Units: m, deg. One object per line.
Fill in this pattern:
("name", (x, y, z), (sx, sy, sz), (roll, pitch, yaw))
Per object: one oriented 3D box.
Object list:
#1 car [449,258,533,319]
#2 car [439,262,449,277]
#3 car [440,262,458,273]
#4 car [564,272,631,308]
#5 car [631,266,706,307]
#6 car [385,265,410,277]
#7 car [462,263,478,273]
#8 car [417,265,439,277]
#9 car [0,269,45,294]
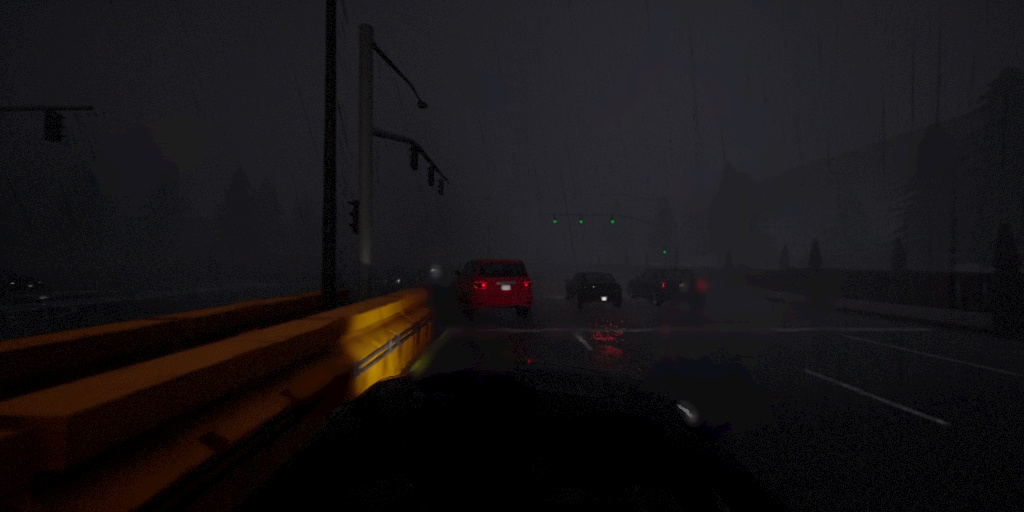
("car", (-0.928, 1.131, 13.851), (2.150, 2.045, 5.566), (1, -1, -16))
("car", (-7.089, 1.796, 43.867), (2.128, 1.511, 4.902), (0, -1, 0))
("car", (-10.542, 1.872, 60.279), (2.097, 1.767, 4.553), (0, -1, 0))
("car", (3.597, 1.447, 16.409), (1.837, 1.490, 4.892), (0, -1, 0))
("car", (7.097, 1.302, 16.955), (2.097, 1.767, 4.553), (0, -1, 0))
("car", (-14.086, 1.817, 44.460), (1.837, 1.490, 4.892), (0, -1, 0))
("car", (-7.043, 2.013, 60.317), (2.128, 1.511, 4.902), (0, -1, 0))
("car", (-10.586, 1.875, 45.632), (2.033, 1.411, 5.357), (0, -1, 0))
("car", (-30.883, 1.511, 21.189), (4.892, 1.490, 1.837), (0, -1, 0))
